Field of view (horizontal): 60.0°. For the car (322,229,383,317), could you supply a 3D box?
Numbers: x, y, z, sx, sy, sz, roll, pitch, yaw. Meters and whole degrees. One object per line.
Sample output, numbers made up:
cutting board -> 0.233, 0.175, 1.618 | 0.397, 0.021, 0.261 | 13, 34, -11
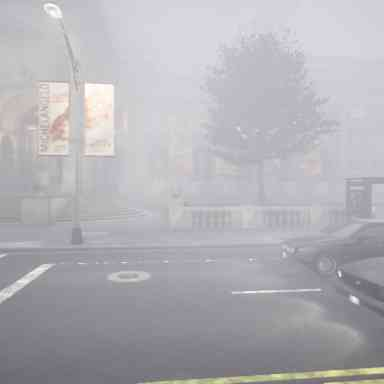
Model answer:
car -> 5.564, 1.550, 6.292 | 5.357, 1.411, 2.033 | 0, 0, -7

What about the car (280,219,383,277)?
car -> 4.954, 1.529, 9.746 | 4.674, 1.442, 1.812 | 0, 0, -6
